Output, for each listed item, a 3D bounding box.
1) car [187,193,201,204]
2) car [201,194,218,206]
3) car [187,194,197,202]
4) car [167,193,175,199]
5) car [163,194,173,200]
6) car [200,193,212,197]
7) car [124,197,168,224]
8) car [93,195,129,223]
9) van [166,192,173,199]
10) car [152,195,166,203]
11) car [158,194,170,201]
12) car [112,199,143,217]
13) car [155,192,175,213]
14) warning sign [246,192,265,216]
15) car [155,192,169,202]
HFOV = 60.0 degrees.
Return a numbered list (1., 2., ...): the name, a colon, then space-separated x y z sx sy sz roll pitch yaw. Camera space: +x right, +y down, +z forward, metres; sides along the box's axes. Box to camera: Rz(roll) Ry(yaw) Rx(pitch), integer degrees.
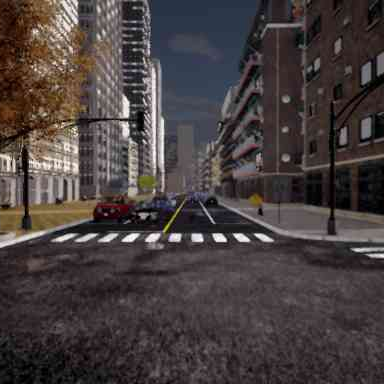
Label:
1. car: 0.085 1.277 54.081 1.895 1.301 4.718 0 0 0
2. car: 2.675 1.283 46.564 1.947 1.339 4.313 0 0 0
3. car: -0.019 1.186 64.329 1.994 1.385 4.181 0 0 0
4. car: -5.720 1.038 90.744 1.887 1.381 4.507 0 0 0
5. car: -5.716 1.098 79.699 2.008 1.369 4.403 0 0 0
6. car: 2.673 1.211 52.257 1.752 1.417 4.829 0 0 0
7. car: -3.107 1.344 23.648 2.128 1.511 4.902 0 0 0
8. car: -5.700 1.163 24.469 2.192 1.841 5.009 0 0 0
9. van: -5.718 0.861 85.220 1.690 1.788 3.998 0 0 0
10. car: -5.710 1.224 57.608 1.947 1.339 4.313 0 0 0
11. car: -5.713 1.152 68.654 2.008 1.369 4.403 0 0 0
12. car: -5.701 1.381 29.994 1.947 1.339 4.313 0 0 0
13. car: -3.106 1.146 33.526 2.097 1.767 4.553 0 0 0
14. warning sign: 5.061 0.950 26.596 1.300 1.860 1.060 0 0 0
15. car: -5.712 0.944 63.129 2.192 1.841 5.009 0 0 0
